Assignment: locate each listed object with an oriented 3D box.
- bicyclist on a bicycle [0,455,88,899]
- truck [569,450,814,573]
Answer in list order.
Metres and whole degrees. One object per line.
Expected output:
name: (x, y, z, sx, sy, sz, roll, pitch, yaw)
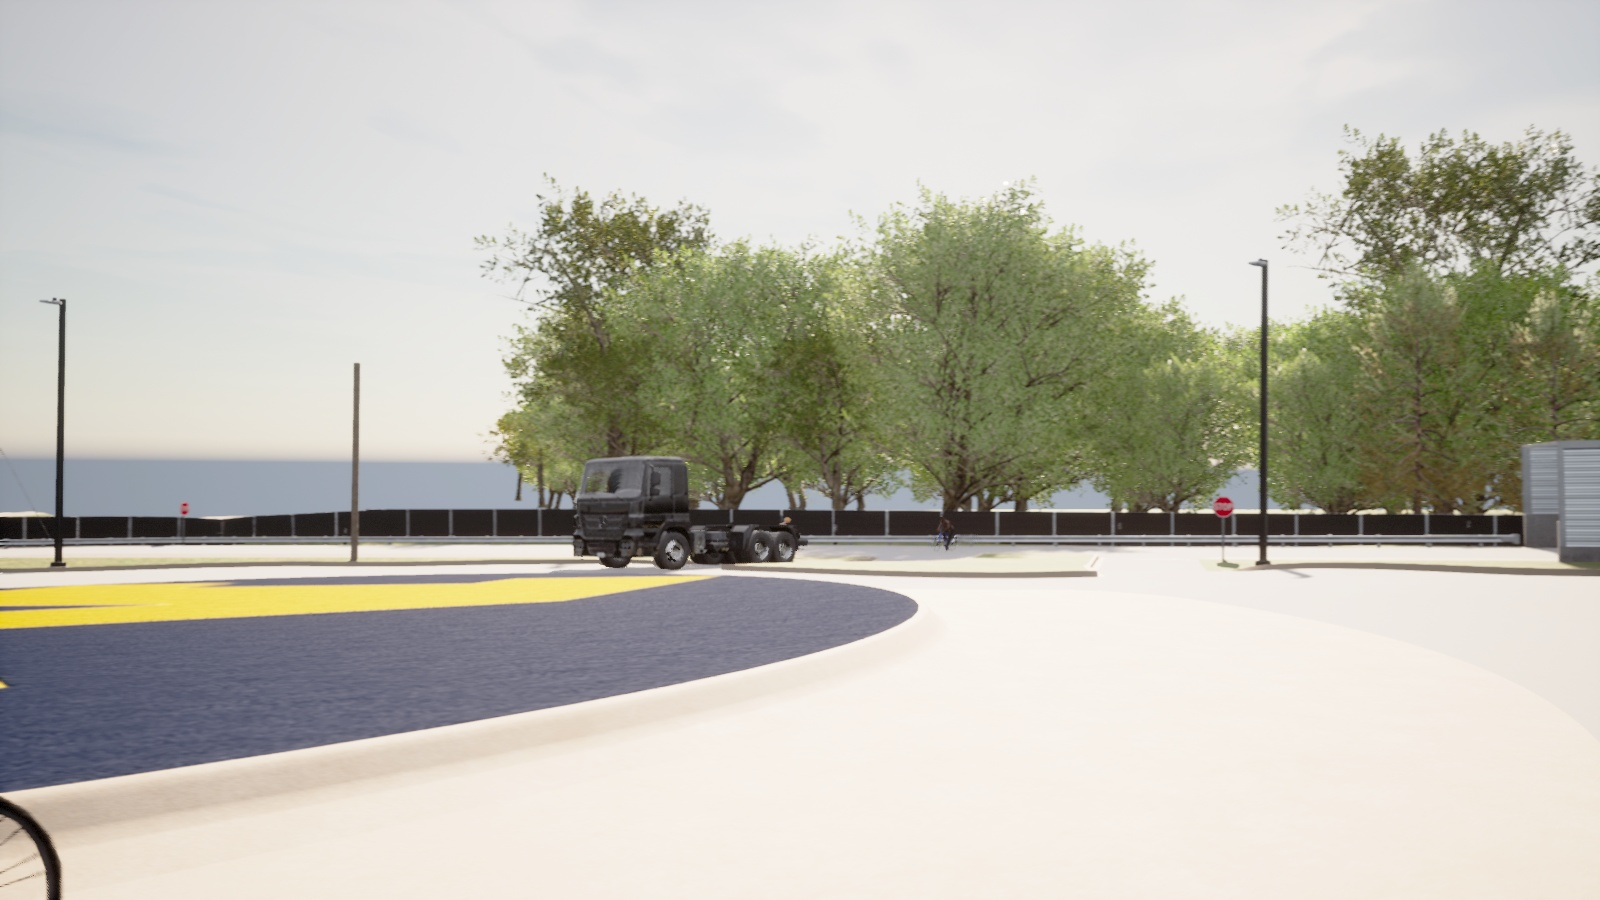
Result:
bicyclist on a bicycle: (-2.818, 0.834, 3.236, 1.656, 1.620, 0.582, 0, -3, -36)
truck: (-3.207, 1.954, 39.446, 2.891, 3.462, 7.936, -3, -4, 40)
